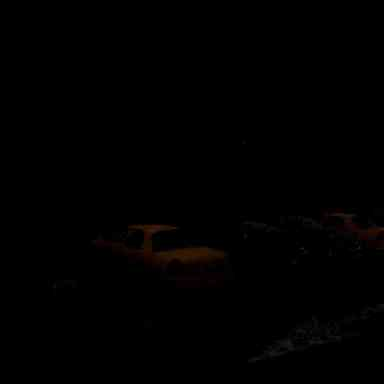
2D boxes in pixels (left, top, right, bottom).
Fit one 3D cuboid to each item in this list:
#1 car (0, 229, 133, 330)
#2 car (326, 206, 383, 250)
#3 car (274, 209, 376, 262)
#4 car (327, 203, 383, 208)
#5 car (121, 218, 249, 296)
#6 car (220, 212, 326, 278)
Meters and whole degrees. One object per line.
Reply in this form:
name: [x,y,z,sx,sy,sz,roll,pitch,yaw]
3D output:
car: [-3.344,1.513,7.097,2.163,1.488,4.792,0,0,-36]
car: [5.605,1.506,13.674,1.946,1.575,5.366,0,0,-36]
car: [3.449,1.504,11.915,2.231,1.521,4.892,0,0,-36]
car: [7.955,1.390,15.161,2.185,1.767,4.553,0,0,-36]
car: [-1.175,1.487,8.837,1.946,1.575,5.366,0,0,-36]
car: [1.197,1.497,10.293,2.231,1.521,4.892,0,0,-36]
